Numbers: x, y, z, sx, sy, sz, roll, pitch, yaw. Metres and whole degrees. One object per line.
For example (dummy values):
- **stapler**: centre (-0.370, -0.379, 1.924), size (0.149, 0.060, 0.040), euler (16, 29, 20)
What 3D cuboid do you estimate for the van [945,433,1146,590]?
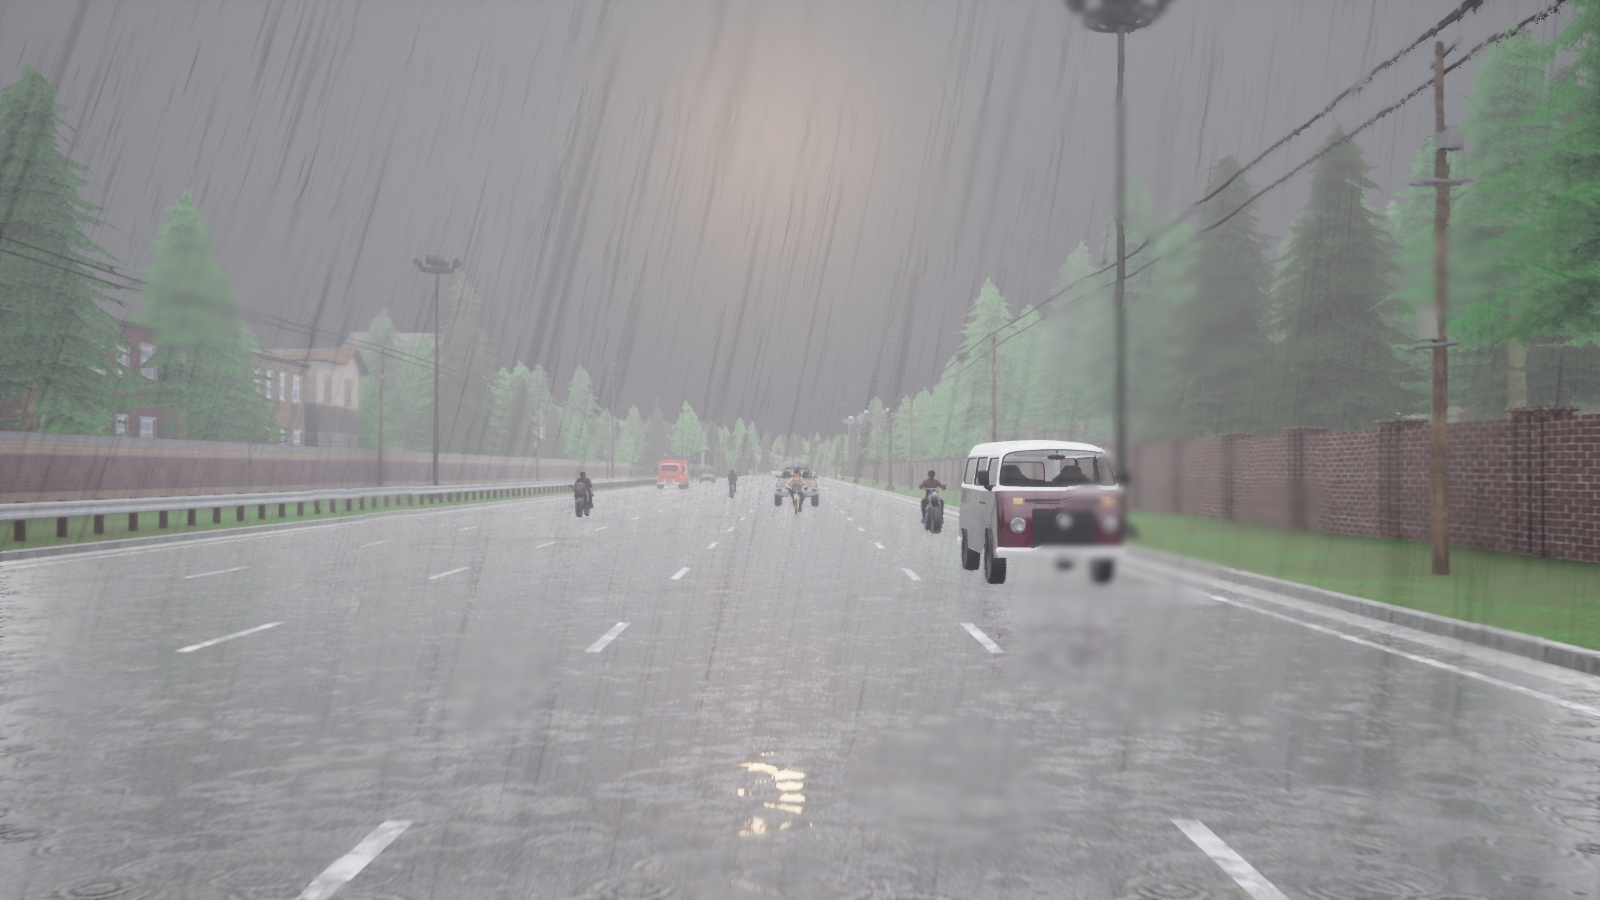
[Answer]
- **van**: centre (3.454, 0.836, 18.595), size (2.069, 2.038, 4.480), euler (0, -1, 0)

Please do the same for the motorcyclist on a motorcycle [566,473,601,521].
- **motorcyclist on a motorcycle**: centre (-7.099, 1.515, 41.189), size (0.797, 1.523, 2.044), euler (0, -1, 0)

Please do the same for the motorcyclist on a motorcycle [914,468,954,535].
- **motorcyclist on a motorcycle**: centre (3.422, 1.292, 32.263), size (0.766, 1.649, 2.350), euler (0, -1, 0)

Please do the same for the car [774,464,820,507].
- **car**: centre (-0.136, 1.569, 55.901), size (1.932, 1.855, 4.605), euler (0, -1, 0)
